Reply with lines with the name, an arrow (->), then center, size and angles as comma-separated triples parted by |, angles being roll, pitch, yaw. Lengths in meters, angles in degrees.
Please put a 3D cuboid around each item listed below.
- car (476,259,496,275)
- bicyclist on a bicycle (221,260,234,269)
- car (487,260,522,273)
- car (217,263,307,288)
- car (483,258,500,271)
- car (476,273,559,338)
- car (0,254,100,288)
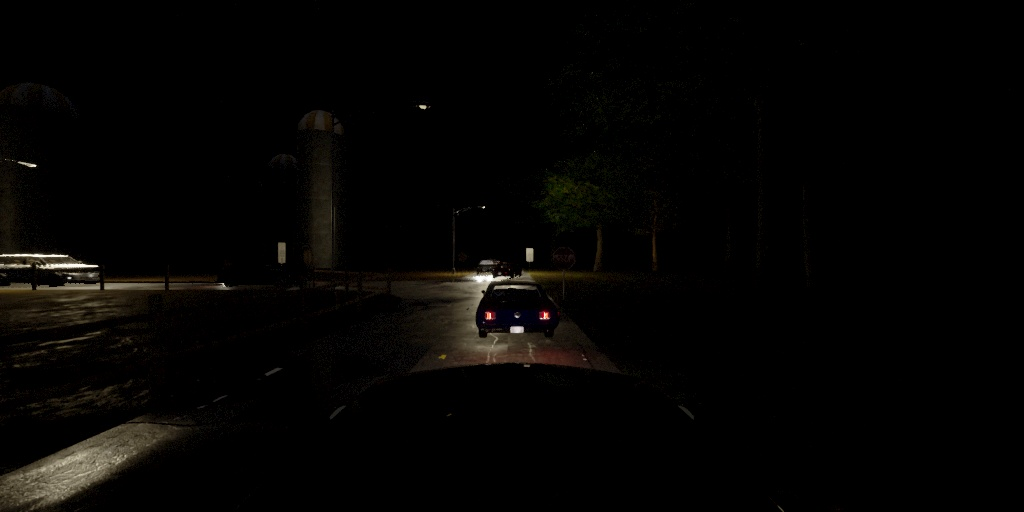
car -> -2.852, 1.269, 39.873 | 2.128, 1.511, 4.902 | 0, 0, 0
bicyclist on a bicycle -> -22.745, 1.134, 28.692 | 0.582, 1.620, 1.656 | 0, 0, 0
car -> -0.425, 1.284, 32.098 | 1.812, 1.442, 4.674 | 1, 0, 15
car -> -15.767, 1.191, 22.802 | 5.008, 1.535, 1.882 | 0, 0, -2
car -> -2.852, 1.172, 49.879 | 2.097, 1.767, 4.553 | 0, 0, 0
car -> 0.057, 1.350, 10.179 | 1.895, 1.301, 4.718 | 0, 0, -2
car -> -29.433, 0.902, 22.660 | 5.566, 2.045, 2.150 | 0, 0, -1
